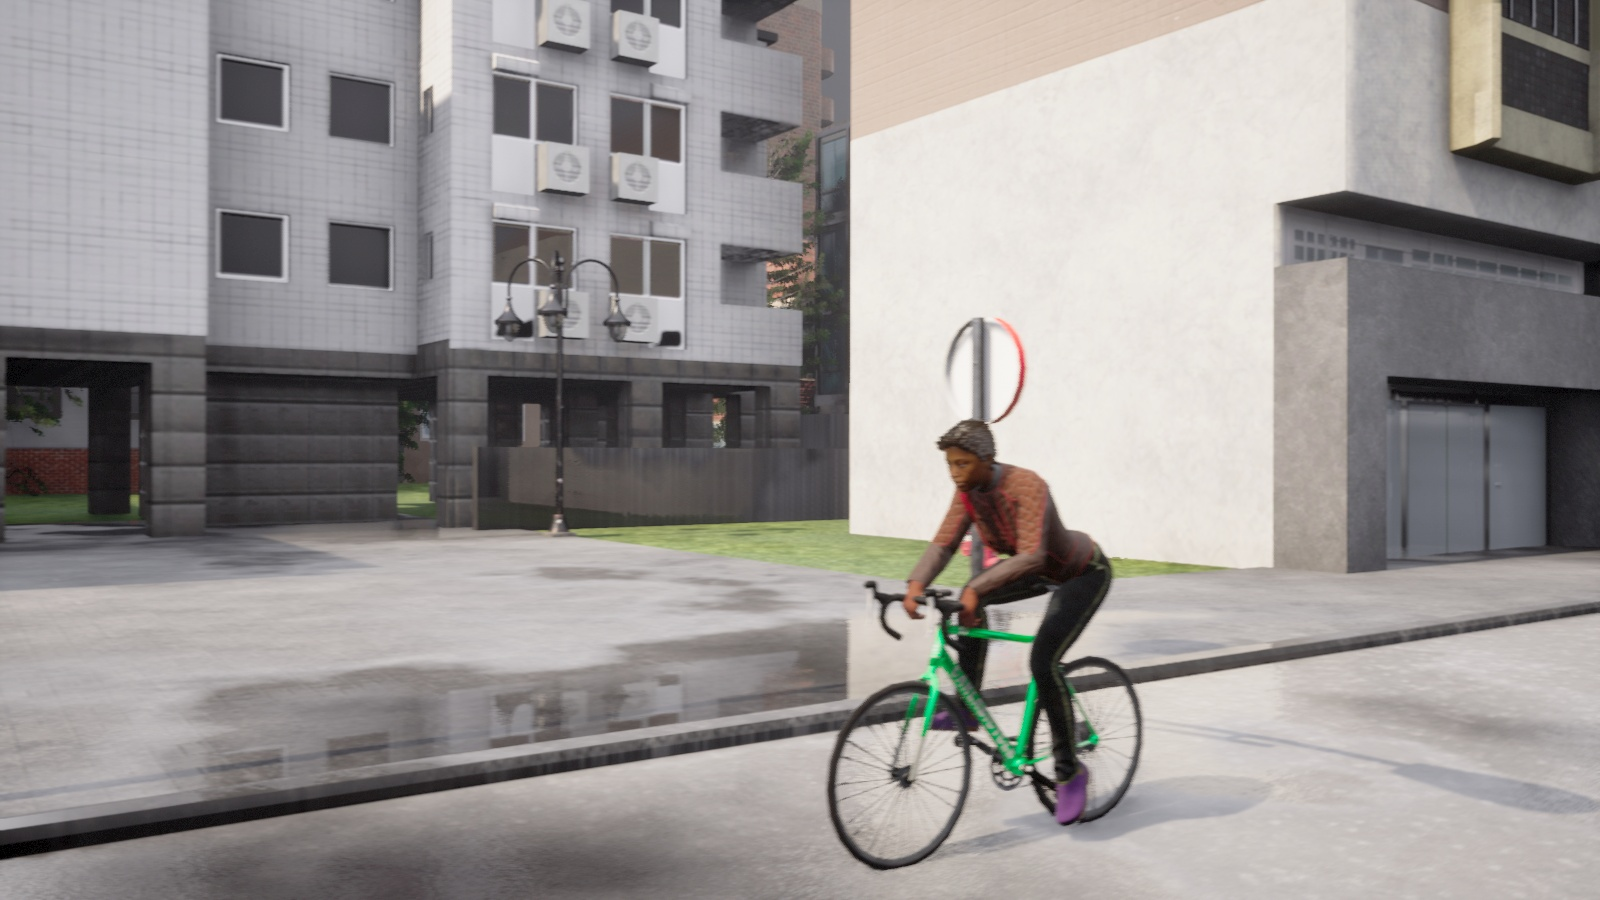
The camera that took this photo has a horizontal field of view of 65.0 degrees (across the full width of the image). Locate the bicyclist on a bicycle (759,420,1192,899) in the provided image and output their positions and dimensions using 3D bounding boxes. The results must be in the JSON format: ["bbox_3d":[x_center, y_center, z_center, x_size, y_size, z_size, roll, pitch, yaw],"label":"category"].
[{"bbox_3d":[0.705,0.708,4.759,1.656,1.620,0.582,0,0,-35],"label":"bicyclist on a bicycle"}]
